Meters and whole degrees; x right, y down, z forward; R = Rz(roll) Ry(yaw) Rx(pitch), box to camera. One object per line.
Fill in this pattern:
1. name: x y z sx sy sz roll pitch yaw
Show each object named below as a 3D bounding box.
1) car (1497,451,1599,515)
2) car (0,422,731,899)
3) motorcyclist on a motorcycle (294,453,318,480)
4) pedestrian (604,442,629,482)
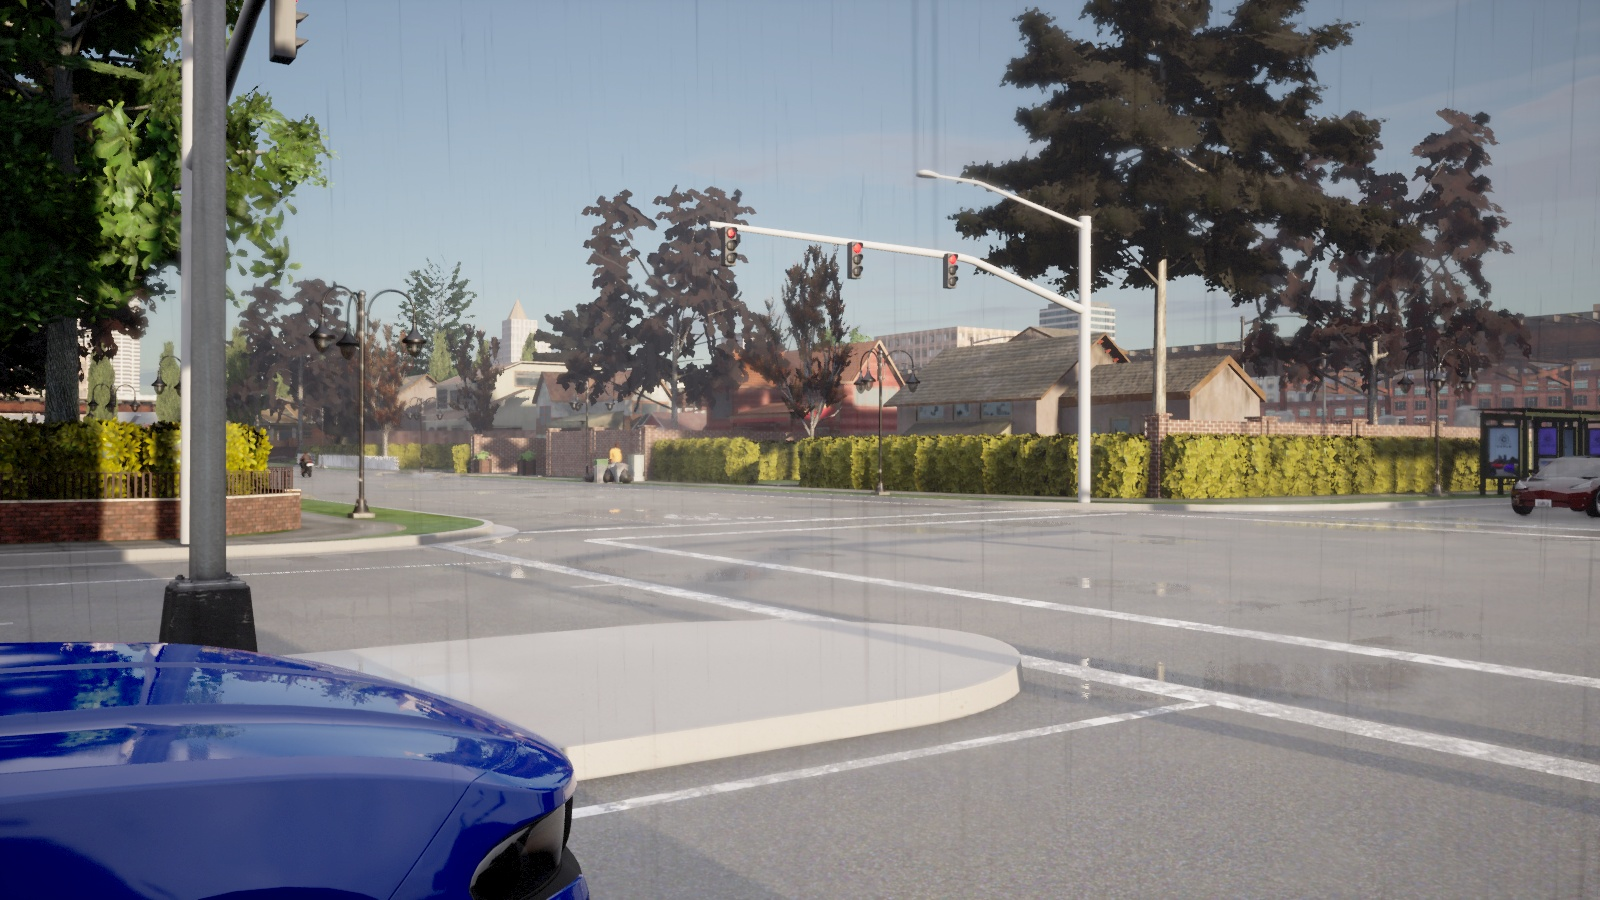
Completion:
1. car: 19.779 0.780 31.474 4.792 1.488 2.163 0 0 -35
2. car: -2.727 0.733 1.760 5.008 1.535 1.882 0 0 -35
3. motorcyclist on a motorcycle: -28.536 0.957 72.505 0.797 1.523 2.044 0 0 -35
4. pedestrian: -8.628 0.573 59.064 0.874 1.855 0.900 0 0 -34
